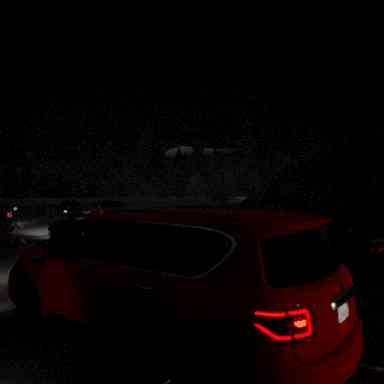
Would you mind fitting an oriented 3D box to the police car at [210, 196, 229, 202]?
[{"bbox_3d":[6.942,1.750,84.065,5.238,1.638,1.930,0,0,-28],"label":"police car"}]

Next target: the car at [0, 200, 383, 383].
[{"bbox_3d":[-0.602,1.237,4.900,5.566,2.045,2.150,0,0,40],"label":"car"}]

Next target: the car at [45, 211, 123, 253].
[{"bbox_3d":[-4.972,1.632,14.822,1.895,1.301,4.718,0,0,-36],"label":"car"}]

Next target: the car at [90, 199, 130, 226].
[{"bbox_3d":[-6.161,1.410,24.486,2.097,1.767,4.553,0,0,-24],"label":"car"}]

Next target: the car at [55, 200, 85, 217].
[{"bbox_3d":[-12.152,1.569,33.349,1.837,1.490,4.892,0,0,-9],"label":"car"}]
